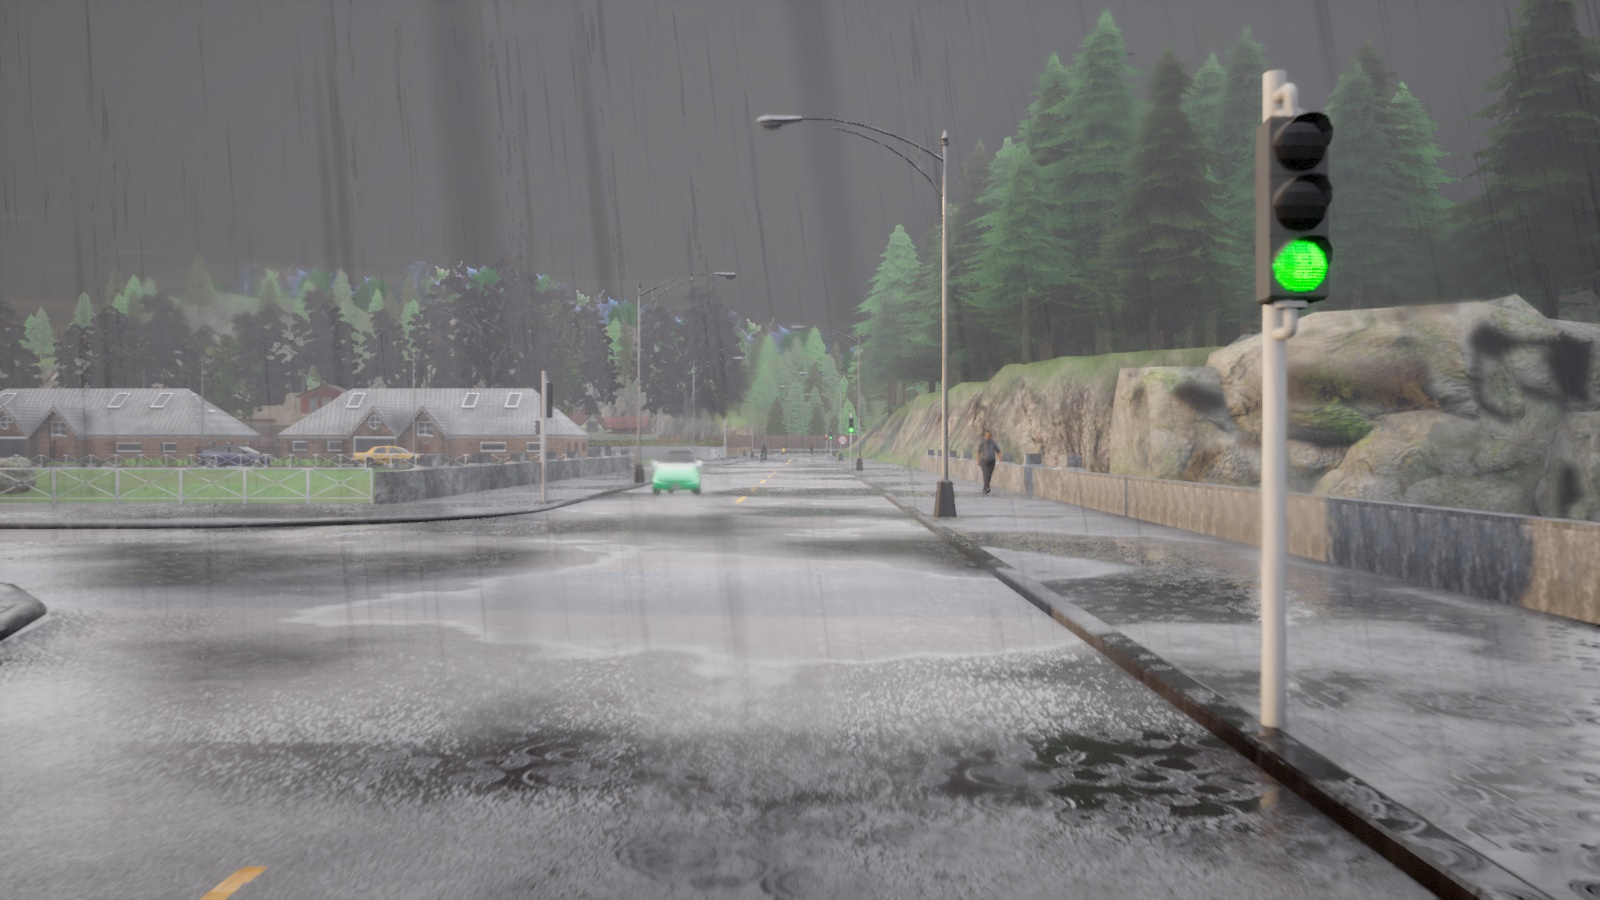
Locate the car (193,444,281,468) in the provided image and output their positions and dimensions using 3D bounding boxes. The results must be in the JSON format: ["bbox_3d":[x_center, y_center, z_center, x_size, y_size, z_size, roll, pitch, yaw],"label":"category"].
[{"bbox_3d":[-36.765,0.379,82.099,4.792,1.488,2.163,0,0,0],"label":"car"}]

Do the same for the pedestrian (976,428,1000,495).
[{"bbox_3d":[5.215,0.318,34.876,0.540,1.848,0.694,0,0,-2],"label":"pedestrian"}]

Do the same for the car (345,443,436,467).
[{"bbox_3d":[-26.704,0.327,82.008,5.366,1.575,1.801,0,0,0],"label":"car"}]

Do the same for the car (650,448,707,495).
[{"bbox_3d":[-3.637,0.643,37.866,1.481,1.376,2.207,0,0,1],"label":"car"}]
